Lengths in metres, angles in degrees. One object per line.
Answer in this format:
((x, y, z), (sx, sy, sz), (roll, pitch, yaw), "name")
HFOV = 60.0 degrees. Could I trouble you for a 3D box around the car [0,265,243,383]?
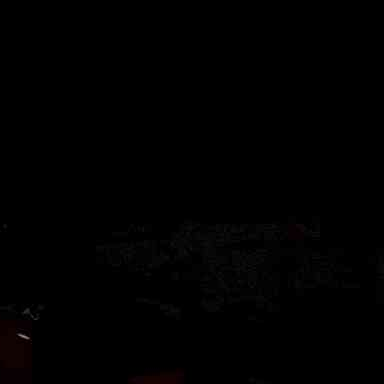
((-1.423, 1.595, 4.098), (4.206, 1.307, 1.802), (0, 0, 36), "car")
